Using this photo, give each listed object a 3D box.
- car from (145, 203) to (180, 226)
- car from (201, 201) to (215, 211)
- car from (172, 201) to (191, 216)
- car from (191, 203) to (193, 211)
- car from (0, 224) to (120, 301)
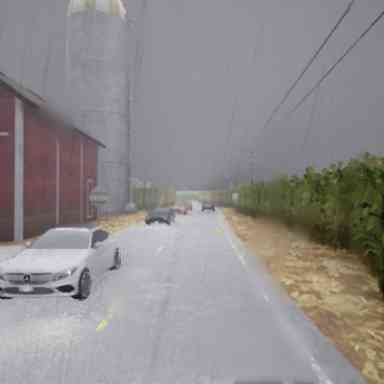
[{"bbox_3d":[-2.460,1.878,27.005,2.033,1.411,5.357,0,-1,3],"label":"car"},{"bbox_3d":[2.477,2.121,51.487,2.128,1.511,4.902,0,-1,2],"label":"car"},{"bbox_3d":[-1.659,1.832,39.275,2.097,1.767,4.553,0,-1,4],"label":"car"},{"bbox_3d":[-0.885,2.141,52.021,1.837,1.490,4.892,0,-1,2],"label":"car"},{"bbox_3d":[-3.167,1.633,8.774,1.812,1.442,4.674,0,-1,1],"label":"car"}]
